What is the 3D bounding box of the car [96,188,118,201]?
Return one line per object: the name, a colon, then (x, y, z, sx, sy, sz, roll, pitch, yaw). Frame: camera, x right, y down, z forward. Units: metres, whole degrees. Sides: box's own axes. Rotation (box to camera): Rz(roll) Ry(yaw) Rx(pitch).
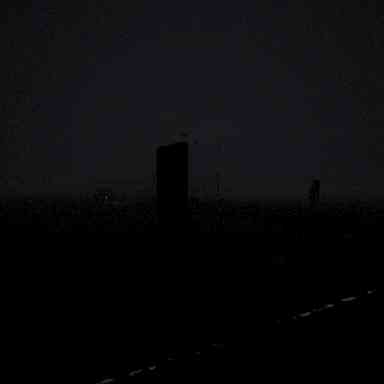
car: (-13.831, 0.401, 53.579, 2.150, 2.045, 5.566, 1, 1, -34)
